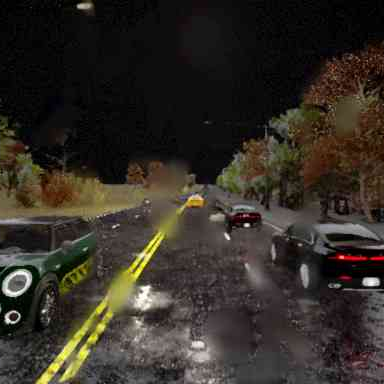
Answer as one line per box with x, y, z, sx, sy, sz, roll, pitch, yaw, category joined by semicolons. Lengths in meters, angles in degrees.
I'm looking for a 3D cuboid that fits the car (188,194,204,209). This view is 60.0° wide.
0.461;1.231;41.497;1.882;1.535;5.008;0;1;2;car

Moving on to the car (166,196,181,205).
-2.714;1.264;49.232;1.994;1.385;4.181;0;0;2;car

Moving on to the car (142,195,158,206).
-6.001;1.198;47.970;2.128;1.511;4.902;0;1;2;car

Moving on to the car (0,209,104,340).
-3.329;1.315;6.740;2.097;1.767;4.553;0;0;0;car

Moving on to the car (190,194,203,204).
0.757;1.149;55.370;2.128;1.511;4.902;0;0;2;car

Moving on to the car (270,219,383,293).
3.378;1.457;8.693;1.837;1.490;4.892;0;0;0;car

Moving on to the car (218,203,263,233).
2.759;1.400;18.999;1.837;1.490;4.892;0;0;1;car
